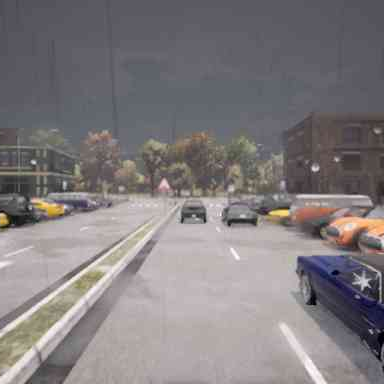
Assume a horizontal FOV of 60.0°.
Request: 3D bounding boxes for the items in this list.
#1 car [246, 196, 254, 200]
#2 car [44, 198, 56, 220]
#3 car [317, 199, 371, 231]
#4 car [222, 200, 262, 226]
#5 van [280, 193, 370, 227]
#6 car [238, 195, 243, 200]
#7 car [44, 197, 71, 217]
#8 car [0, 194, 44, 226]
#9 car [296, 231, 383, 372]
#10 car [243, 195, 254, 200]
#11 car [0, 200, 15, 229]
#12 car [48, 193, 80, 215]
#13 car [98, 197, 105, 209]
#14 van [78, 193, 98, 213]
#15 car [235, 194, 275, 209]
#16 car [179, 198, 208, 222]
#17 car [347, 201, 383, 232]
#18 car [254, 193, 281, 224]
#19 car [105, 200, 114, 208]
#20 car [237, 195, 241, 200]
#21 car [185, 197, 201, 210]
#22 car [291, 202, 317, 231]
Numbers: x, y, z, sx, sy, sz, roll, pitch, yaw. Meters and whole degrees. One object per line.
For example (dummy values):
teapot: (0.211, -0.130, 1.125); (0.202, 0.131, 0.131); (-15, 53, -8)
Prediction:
car: (7.661, 1.328, 29.582); (4.892, 1.521, 2.231); (0, 0, 0)
car: (-12.522, 1.360, 23.133); (4.892, 1.521, 2.231); (0, 0, 0)
car: (7.677, 1.275, 13.038); (4.553, 1.767, 2.185); (0, 0, 0)
car: (3.111, 1.442, 22.362); (1.994, 1.385, 4.181); (0, 0, 0)
van: (7.532, 1.149, 18.552); (4.442, 1.987, 1.878); (0, 0, 0)
car: (7.655, 1.332, 35.102); (4.674, 1.452, 2.002); (0, 0, 0)
car: (-12.507, 1.349, 25.788); (5.008, 1.535, 2.097); (0, 0, 0)
car: (-12.548, 1.118, 20.354); (5.566, 2.045, 2.435); (0, 0, 0)
car: (3.103, 1.567, 4.940); (1.895, 1.301, 4.718); (0, 0, 0)
car: (7.625, 1.185, 32.343); (4.553, 1.767, 2.185); (0, 0, 0)
car: (-12.708, 1.377, 17.575); (5.366, 1.575, 1.946); (0, 0, 0)
car: (-12.539, 1.212, 28.691); (4.553, 1.767, 2.185); (0, 0, 0)
car: (-12.529, 1.164, 37.035); (4.553, 1.767, 2.185); (0, 0, 0)
van: (-12.385, 1.087, 34.126); (4.442, 1.987, 1.878); (0, 0, 0)
car: (7.629, 1.124, 40.619); (4.553, 1.767, 2.185); (0, 1, 0)
car: (0.114, 1.371, 24.975); (1.837, 1.490, 4.892); (0, 0, 0)
car: (7.676, 1.290, 10.281); (4.553, 1.767, 2.185); (0, 0, 0)
car: (7.680, 1.099, 24.067); (5.566, 2.045, 2.435); (0, 0, 0)
car: (-12.461, 1.268, 42.472); (4.792, 1.488, 2.163); (0, 1, 0)
car: (7.664, 1.273, 37.857); (5.008, 1.535, 2.097); (0, 1, 0)
car: (0.121, 1.368, 41.067); (1.895, 1.301, 4.718); (0, 1, 0)
car: (7.653, 1.387, 15.796); (5.008, 1.535, 2.097); (0, 0, 0)
